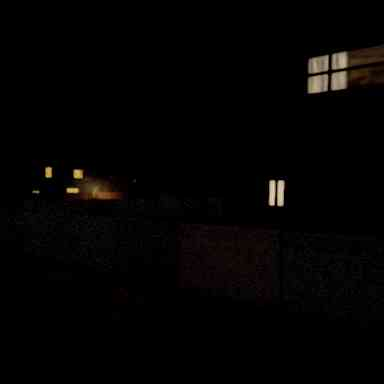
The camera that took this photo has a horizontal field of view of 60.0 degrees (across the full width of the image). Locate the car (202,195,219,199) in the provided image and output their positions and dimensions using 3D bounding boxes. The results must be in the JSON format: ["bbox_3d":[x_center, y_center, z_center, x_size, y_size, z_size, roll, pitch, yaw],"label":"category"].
[{"bbox_3d":[2.214,1.364,50.965,1.812,1.442,4.674,2,1,18],"label":"car"}]
